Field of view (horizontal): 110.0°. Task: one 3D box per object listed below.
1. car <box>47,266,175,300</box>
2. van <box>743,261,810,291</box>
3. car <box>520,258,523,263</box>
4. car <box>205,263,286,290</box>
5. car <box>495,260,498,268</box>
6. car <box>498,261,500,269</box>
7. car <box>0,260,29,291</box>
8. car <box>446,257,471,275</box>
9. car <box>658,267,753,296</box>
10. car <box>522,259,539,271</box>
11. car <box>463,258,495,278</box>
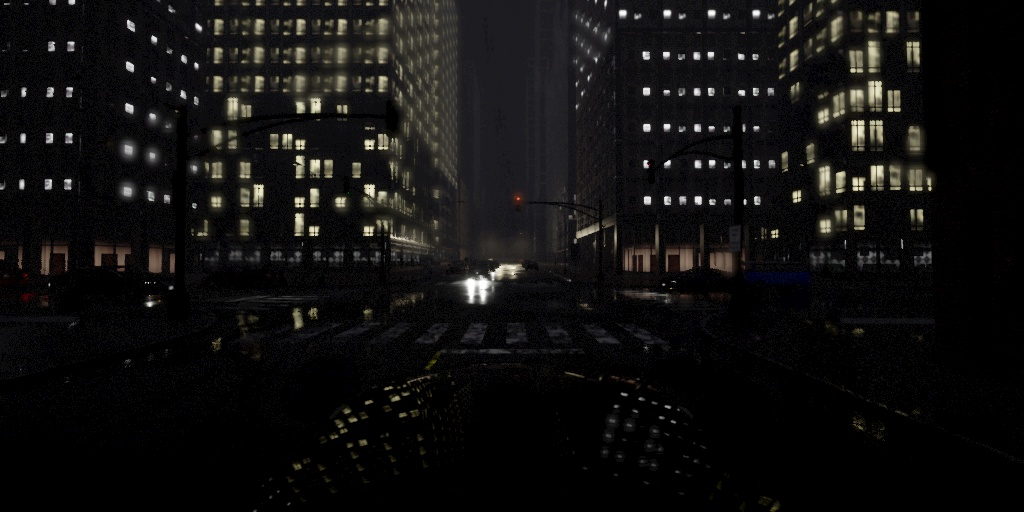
[{"bbox_3d":[-18.086,1.190,16.459,4.902,1.511,2.128,0,-1,0],"label":"car"},{"bbox_3d":[15.983,1.210,22.155,3.998,1.789,1.690,0,0,0],"label":"van"},{"bbox_3d":[2.695,1.296,60.204,1.751,1.417,4.829,0,0,0],"label":"car"},{"bbox_3d":[-16.491,1.254,22.231,4.097,1.591,1.967,0,0,0],"label":"car"},{"bbox_3d":[-3.094,1.291,45.464,1.812,1.442,4.674,0,0,0],"label":"car"},{"bbox_3d":[-3.071,1.335,58.812,1.994,1.385,4.181,0,0,0],"label":"car"},{"bbox_3d":[-29.843,1.097,19.684,4.553,1.767,2.097,0,-1,0],"label":"car"},{"bbox_3d":[-5.688,1.202,37.667,1.967,1.591,4.097,0,0,0],"label":"car"},{"bbox_3d":[10.156,1.367,19.395,4.181,1.385,1.994,0,-1,-4],"label":"car"},{"bbox_3d":[2.693,1.349,48.878,1.802,1.307,4.207,0,0,0],"label":"car"},{"bbox_3d":[-3.096,1.253,34.366,2.128,1.511,4.902,0,0,0],"label":"car"}]
